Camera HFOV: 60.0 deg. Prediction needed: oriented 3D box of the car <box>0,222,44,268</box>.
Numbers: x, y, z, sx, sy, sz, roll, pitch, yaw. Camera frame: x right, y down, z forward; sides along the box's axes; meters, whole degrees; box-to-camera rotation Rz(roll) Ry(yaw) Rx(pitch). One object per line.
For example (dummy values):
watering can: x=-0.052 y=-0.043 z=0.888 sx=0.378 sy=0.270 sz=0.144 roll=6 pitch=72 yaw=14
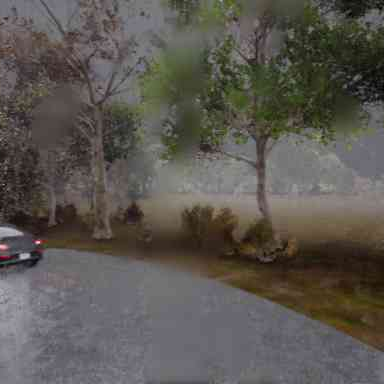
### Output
car: x=-6.671 y=1.676 z=10.611 sx=4.674 sy=1.442 sz=1.812 roll=-1 pitch=0 yaw=32
